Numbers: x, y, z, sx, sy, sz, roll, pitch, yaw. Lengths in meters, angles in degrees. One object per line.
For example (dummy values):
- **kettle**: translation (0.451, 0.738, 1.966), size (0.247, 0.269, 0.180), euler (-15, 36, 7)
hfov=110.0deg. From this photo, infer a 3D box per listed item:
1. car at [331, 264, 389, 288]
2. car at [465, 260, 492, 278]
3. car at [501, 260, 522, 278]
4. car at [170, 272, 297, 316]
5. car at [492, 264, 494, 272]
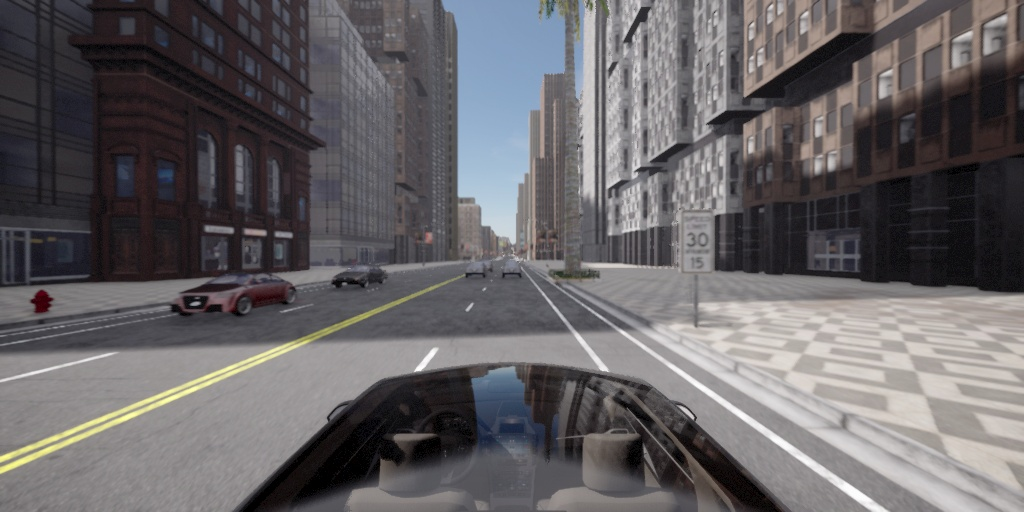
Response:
- **car**: translation (-9.851, 1.260, 23.746), size (2.033, 1.411, 5.357), euler (0, 0, 0)
- **car**: translation (-3.259, 1.251, 33.576), size (2.033, 1.411, 5.357), euler (0, 0, 0)
- **car**: translation (-0.009, 1.251, 33.625), size (2.033, 1.411, 5.357), euler (0, 0, 0)
- **car**: translation (-9.861, 1.292, 13.133), size (1.994, 1.385, 4.181), euler (0, 0, -1)
- **car**: translation (-3.251, 1.247, 45.333), size (2.033, 1.411, 5.357), euler (0, 0, 0)
